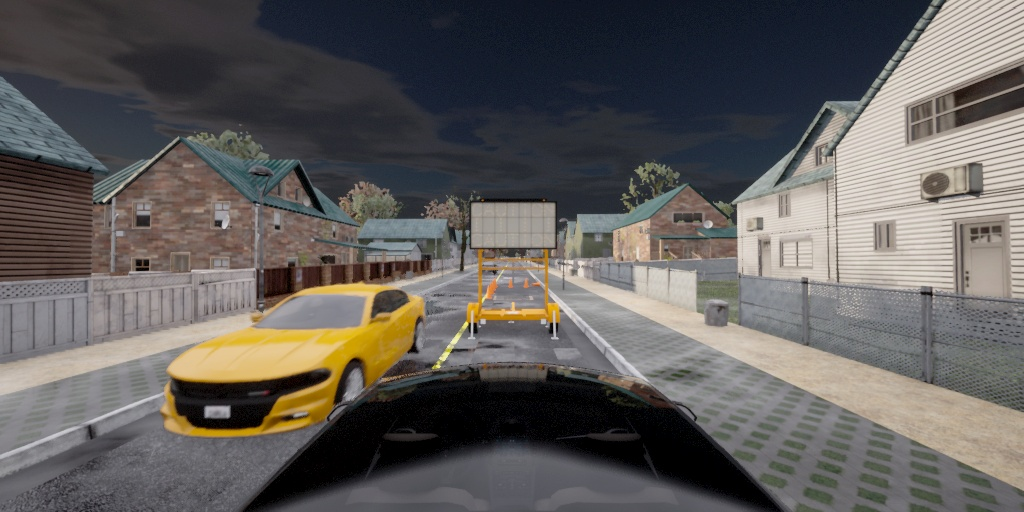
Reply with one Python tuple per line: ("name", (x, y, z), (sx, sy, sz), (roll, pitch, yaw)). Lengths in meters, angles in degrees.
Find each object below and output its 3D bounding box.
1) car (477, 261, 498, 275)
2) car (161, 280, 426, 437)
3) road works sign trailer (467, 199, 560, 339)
("car", (-2.609, 1.279, 38.527), (1.812, 1.442, 4.674), (0, 0, 0))
("car", (-2.831, 1.229, 5.951), (1.882, 1.535, 5.008), (0, 0, 0))
("road works sign trailer", (0.035, 0.217, 10.013), (2.380, 3.560, 2.880), (0, 0, 0))
